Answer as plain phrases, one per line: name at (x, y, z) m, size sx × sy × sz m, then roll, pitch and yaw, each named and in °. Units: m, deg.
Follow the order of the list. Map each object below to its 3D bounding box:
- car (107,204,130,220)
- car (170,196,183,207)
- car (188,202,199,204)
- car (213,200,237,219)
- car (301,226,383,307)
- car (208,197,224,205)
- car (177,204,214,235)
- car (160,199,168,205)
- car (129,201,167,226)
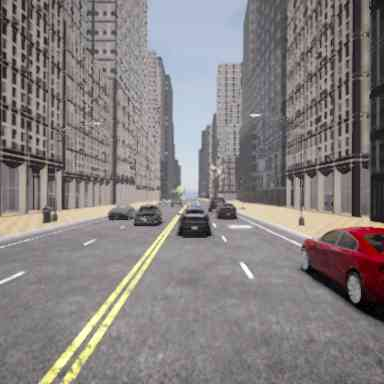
car at (-6.505, 1.821, 31.433) m, size 2.033 × 1.411 × 5.357 m, roll 0°, pitch -1°, yaw 0°
car at (-3.039, 1.875, 66.000) m, size 2.150 × 2.045 × 5.566 m, roll 0°, pitch 0°, yaw 0°
car at (0.244, 2.063, 46.017) m, size 1.895 × 1.301 × 4.718 m, roll 0°, pitch -1°, yaw 0°
car at (3.405, 1.845, 33.362) m, size 1.837 × 1.490 × 4.892 m, roll 0°, pitch -1°, yaw 1°
car at (4.242, 1.577, 8.225) m, size 1.882 × 1.535 × 5.008 m, roll 0°, pitch -1°, yaw 0°
car at (3.395, 1.695, 45.517) m, size 2.150 × 2.045 × 5.566 m, roll 0°, pitch -1°, yaw 0°
car at (0.158, 1.699, 20.336) m, size 1.837 × 1.490 × 4.892 m, roll 0°, pitch 0°, yaw 0°
car at (-6.267, 2.223, 72.362) m, size 1.895 × 1.301 × 4.718 m, roll 0°, pitch -1°, yaw 0°
car at (-3.276, 1.734, 25.536) m, size 1.837 × 1.490 × 4.892 m, roll 0°, pitch -1°, yaw 0°
